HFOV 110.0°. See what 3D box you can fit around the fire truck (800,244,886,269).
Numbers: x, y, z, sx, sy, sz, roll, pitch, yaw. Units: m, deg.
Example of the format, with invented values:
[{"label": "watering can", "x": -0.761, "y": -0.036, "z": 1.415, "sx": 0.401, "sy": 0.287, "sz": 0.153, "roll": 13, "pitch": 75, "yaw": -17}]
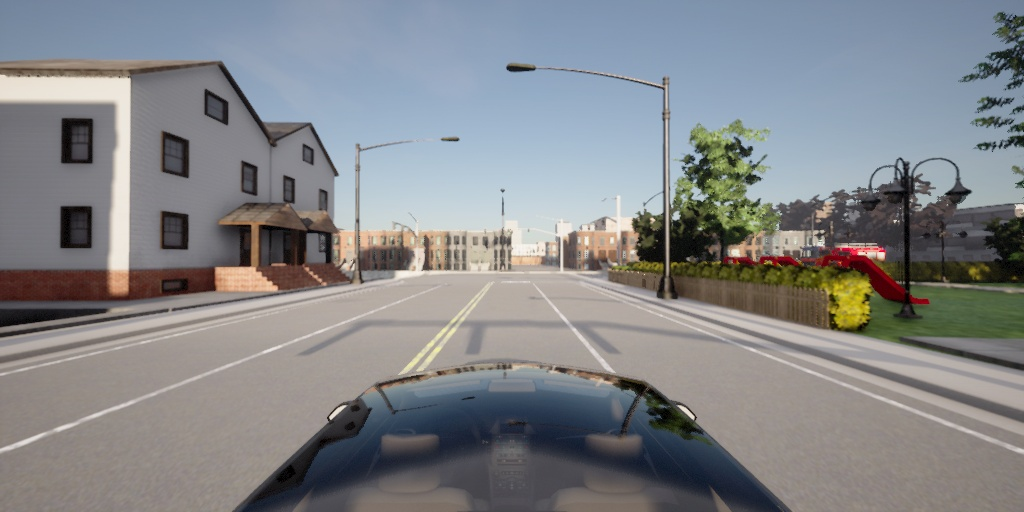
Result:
[{"label": "fire truck", "x": 41.127, "y": 0.402, "z": 44.784, "sx": 8.468, "sy": 3.827, "sz": 2.891, "roll": 0, "pitch": -1, "yaw": 0}]
